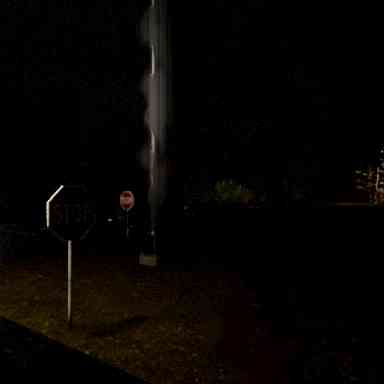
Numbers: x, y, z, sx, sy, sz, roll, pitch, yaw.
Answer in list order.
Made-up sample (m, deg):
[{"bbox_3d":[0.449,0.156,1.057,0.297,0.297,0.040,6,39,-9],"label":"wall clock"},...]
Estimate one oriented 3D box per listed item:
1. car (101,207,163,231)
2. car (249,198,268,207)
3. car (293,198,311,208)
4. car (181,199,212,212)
[{"bbox_3d":[-3.725,1.635,21.323,1.994,1.385,4.181,0,0,34],"label":"car"},{"bbox_3d":[11.238,1.735,56.241,1.994,1.385,4.181,0,0,34],"label":"car"},{"bbox_3d":[17.645,1.732,53.276,2.033,1.411,5.357,0,0,32],"label":"car"},{"bbox_3d":[0.622,1.616,40.399,2.128,1.511,4.902,0,0,34],"label":"car"}]
